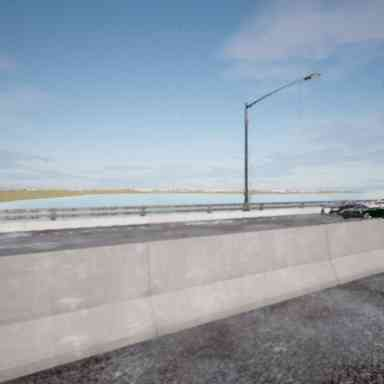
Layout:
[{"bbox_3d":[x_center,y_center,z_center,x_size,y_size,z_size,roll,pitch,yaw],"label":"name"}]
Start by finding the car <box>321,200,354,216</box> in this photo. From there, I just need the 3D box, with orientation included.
[{"bbox_3d":[13.997,1.471,30.961,4.902,1.511,2.128,0,0,-35],"label":"car"}]

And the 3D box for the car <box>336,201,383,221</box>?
[{"bbox_3d":[13.972,1.582,26.683,4.718,1.301,1.895,0,0,-35],"label":"car"}]
